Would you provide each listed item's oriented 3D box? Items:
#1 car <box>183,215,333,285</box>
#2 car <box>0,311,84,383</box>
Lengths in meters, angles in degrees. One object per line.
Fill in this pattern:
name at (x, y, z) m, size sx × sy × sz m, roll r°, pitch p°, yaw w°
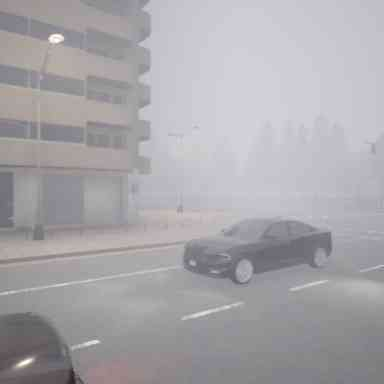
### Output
car at (2.058, 1.483, 9.708) m, size 5.008 × 1.535 × 1.882 m, roll 0°, pitch 0°, yaw -35°
car at (-3.295, 1.547, 1.631) m, size 5.357 × 1.411 × 2.033 m, roll 0°, pitch 0°, yaw -35°
